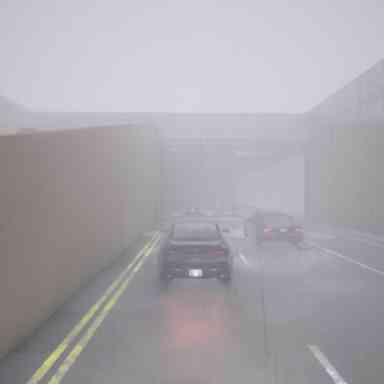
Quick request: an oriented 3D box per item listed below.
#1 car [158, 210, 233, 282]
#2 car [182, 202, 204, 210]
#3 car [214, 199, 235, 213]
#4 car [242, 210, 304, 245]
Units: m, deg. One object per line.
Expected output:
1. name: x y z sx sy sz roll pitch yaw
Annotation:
1. car: 0.086 1.520 9.794 1.837 1.490 4.892 0 0 0
2. car: 0.096 1.587 30.606 2.033 1.411 5.357 0 0 0
3. car: 3.597 1.526 37.276 1.882 1.535 5.008 0 0 0
4. car: 3.598 1.568 15.599 2.033 1.411 5.357 0 0 0
